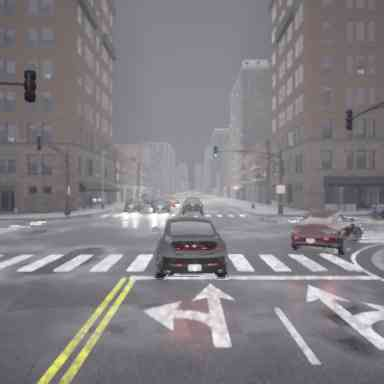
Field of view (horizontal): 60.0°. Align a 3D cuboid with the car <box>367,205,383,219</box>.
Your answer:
[{"bbox_3d":[16.098,1.295,25.685,4.674,1.442,1.812,-1,0,1],"label":"car"}]

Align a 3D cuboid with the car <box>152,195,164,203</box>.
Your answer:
[{"bbox_3d":[-6.536,1.426,65.139,1.837,1.490,4.892,0,0,0],"label":"car"}]

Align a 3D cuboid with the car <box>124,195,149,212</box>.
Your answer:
[{"bbox_3d":[-6.632,1.453,38.656,2.128,1.511,4.902,0,0,-1],"label":"car"}]

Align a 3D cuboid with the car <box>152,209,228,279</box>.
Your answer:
[{"bbox_3d":[-0.154,1.499,10.093,1.837,1.490,4.892,0,0,-5],"label":"car"}]

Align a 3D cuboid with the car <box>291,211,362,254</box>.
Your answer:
[{"bbox_3d":[5.465,1.493,13.495,1.812,1.442,4.674,-3,-1,35],"label":"car"}]

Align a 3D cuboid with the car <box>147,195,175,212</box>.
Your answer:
[{"bbox_3d":[-3.360,1.455,37.265,2.128,1.511,4.902,0,0,-1],"label":"car"}]

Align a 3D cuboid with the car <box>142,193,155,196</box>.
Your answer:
[{"bbox_3d":[-6.599,1.163,50.166,2.150,2.045,5.566,0,0,0],"label":"car"}]

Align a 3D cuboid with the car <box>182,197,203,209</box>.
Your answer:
[{"bbox_3d":[0.058,1.318,35.367,2.097,1.767,4.553,0,0,0],"label":"car"}]

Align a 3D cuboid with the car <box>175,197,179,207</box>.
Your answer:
[{"bbox_3d":[-3.367,1.301,46.636,2.097,1.767,4.553,0,0,0],"label":"car"}]
